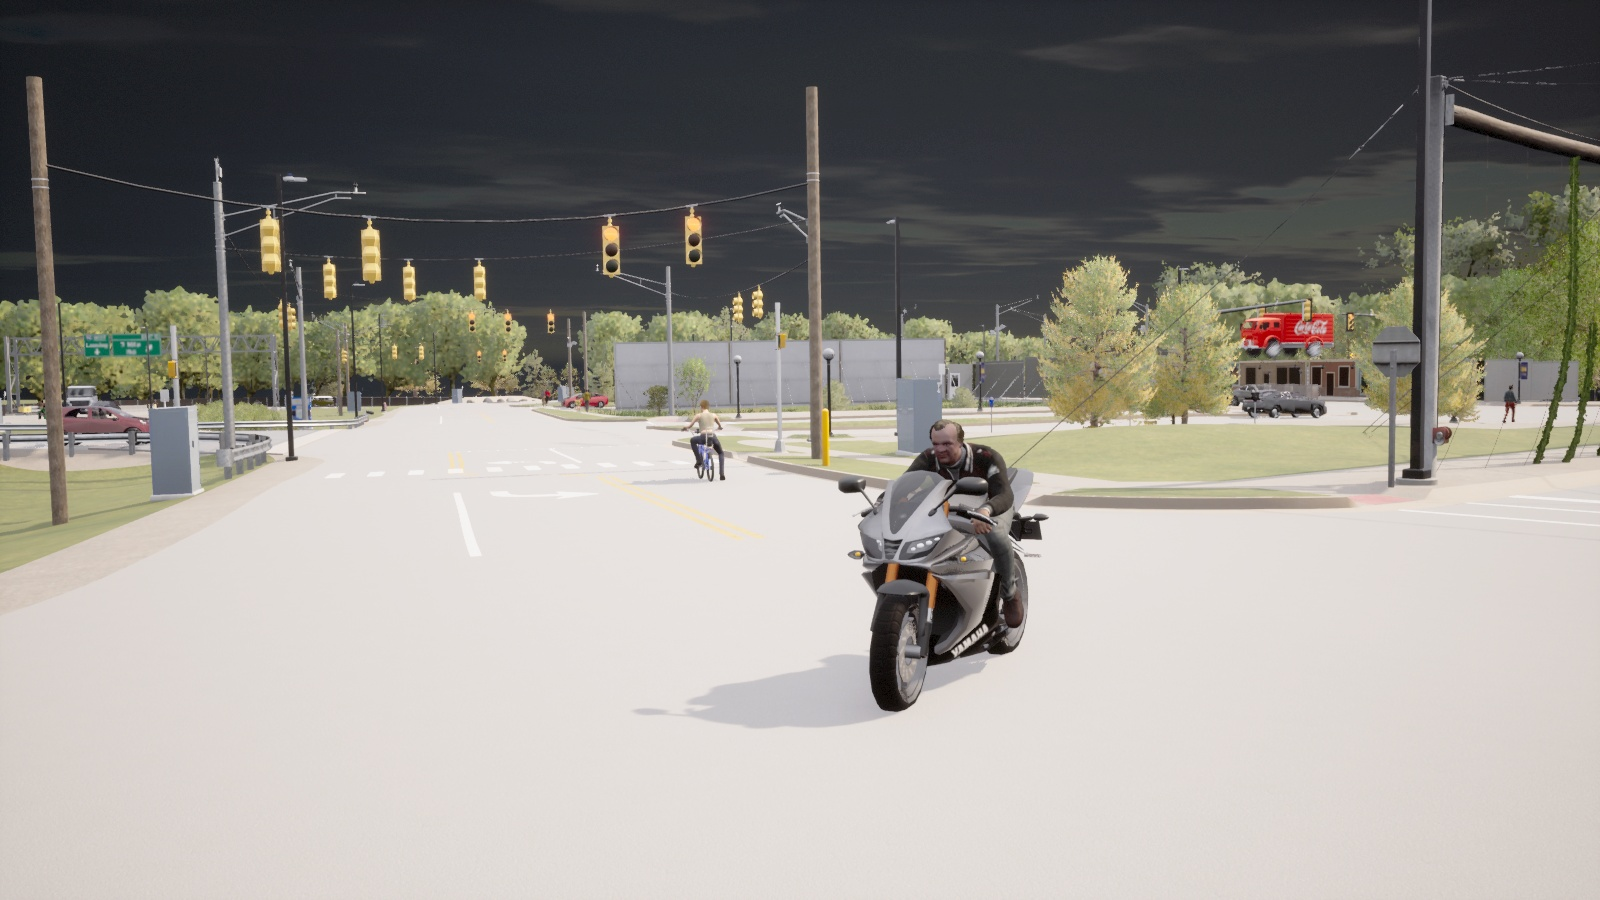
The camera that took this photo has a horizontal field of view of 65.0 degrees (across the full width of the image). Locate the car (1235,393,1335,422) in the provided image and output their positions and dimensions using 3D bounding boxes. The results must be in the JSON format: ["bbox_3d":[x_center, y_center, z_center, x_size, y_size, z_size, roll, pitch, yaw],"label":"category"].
[{"bbox_3d":[26.534,-2.330,68.684,4.902,1.511,2.128,-1,3,-20],"label":"car"}]

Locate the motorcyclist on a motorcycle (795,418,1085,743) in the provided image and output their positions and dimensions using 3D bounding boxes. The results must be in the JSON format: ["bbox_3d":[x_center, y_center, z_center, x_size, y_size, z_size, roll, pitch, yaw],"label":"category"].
[{"bbox_3d":[0.894,0.607,7.232,0.866,1.530,2.191,0,3,29],"label":"motorcyclist on a motorcycle"}]

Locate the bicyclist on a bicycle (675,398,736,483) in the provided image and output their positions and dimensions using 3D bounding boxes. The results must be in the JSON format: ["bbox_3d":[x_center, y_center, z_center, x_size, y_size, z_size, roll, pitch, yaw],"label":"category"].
[{"bbox_3d":[-1.891,-0.209,24.951,0.866,1.612,1.509,-2,3,-16],"label":"bicyclist on a bicycle"}]

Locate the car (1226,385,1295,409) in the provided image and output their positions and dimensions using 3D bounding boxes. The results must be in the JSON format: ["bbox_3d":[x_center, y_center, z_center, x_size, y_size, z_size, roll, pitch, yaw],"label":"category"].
[{"bbox_3d":[33.313,-3.851,91.035,2.152,1.651,5.027,-2,4,-15],"label":"car"}]

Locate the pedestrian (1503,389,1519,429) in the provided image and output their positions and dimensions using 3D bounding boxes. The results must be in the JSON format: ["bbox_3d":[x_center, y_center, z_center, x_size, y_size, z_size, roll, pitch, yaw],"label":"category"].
[{"bbox_3d":[33.550,-1.950,59.242,0.614,1.847,0.353,-3,5,-33],"label":"pedestrian"}]

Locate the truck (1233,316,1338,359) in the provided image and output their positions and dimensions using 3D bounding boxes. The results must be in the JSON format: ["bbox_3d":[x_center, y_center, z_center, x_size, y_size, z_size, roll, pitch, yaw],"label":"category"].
[{"bbox_3d":[28.989,-6.726,75.110,5.204,2.467,2.627,-1,6,-15],"label":"truck"}]

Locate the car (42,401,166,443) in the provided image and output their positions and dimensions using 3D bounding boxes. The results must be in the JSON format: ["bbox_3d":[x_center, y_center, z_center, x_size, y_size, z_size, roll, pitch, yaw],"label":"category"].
[{"bbox_3d":[-26.084,-1.086,47.181,3.633,1.501,1.845,-1,3,-11],"label":"car"}]
